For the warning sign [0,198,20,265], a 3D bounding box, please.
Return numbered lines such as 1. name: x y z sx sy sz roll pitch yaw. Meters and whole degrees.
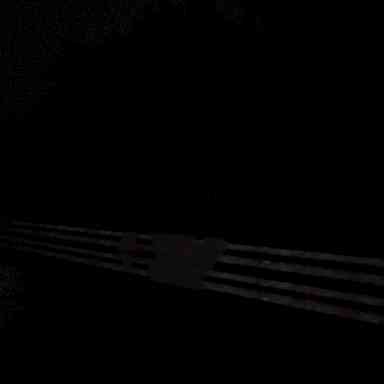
1. warning sign: -5.830 1.115 9.501 1.060 1.860 1.300 0 0 37
